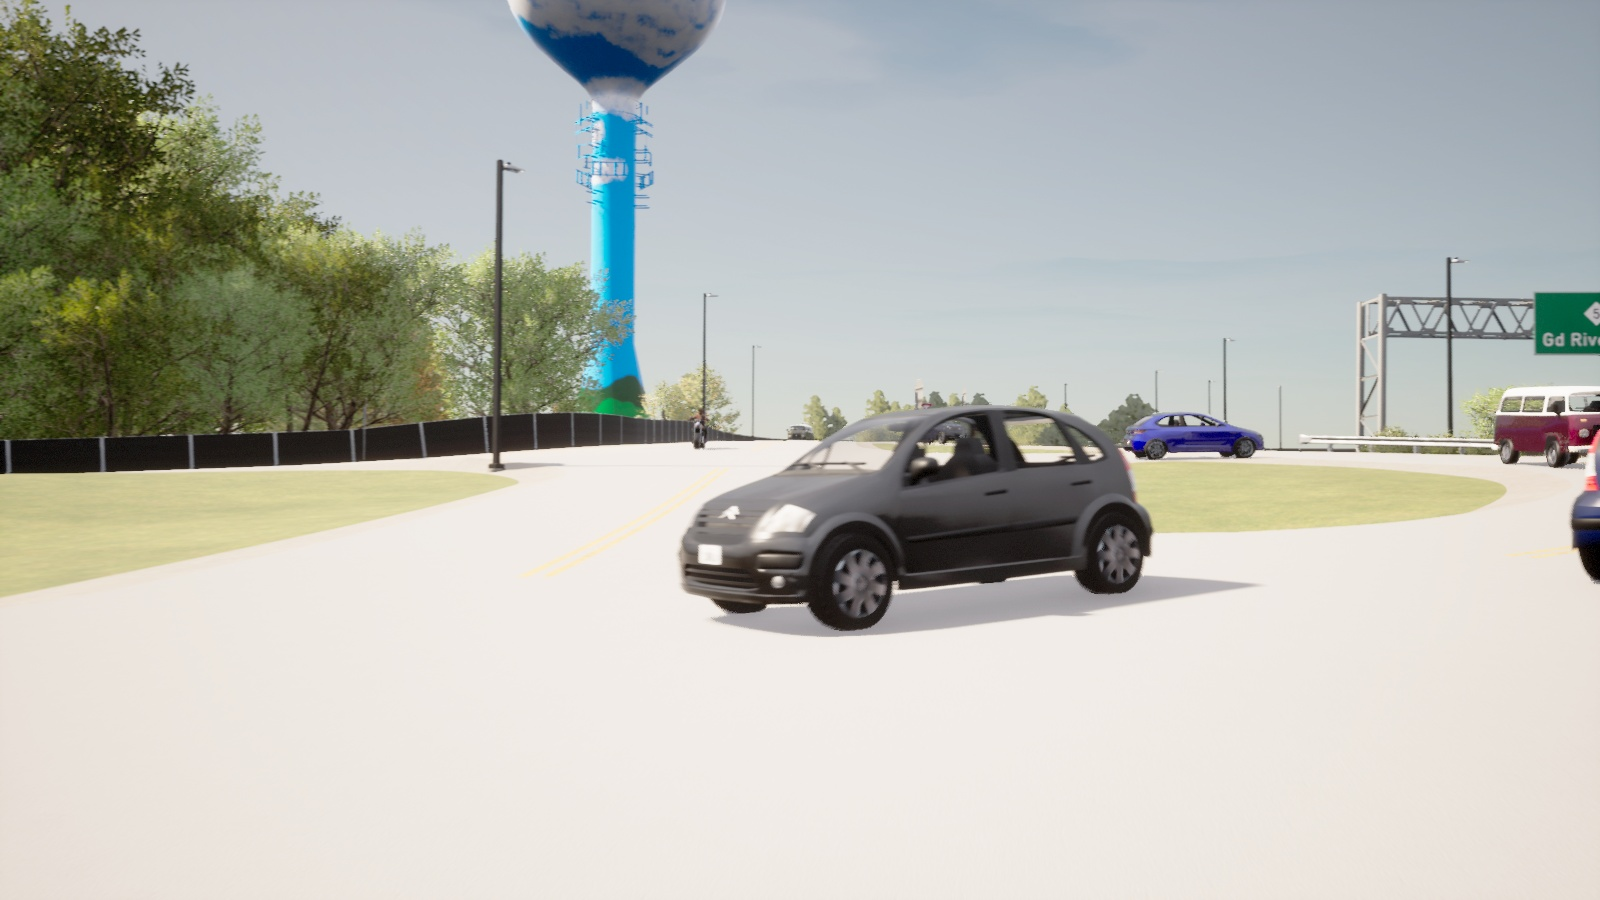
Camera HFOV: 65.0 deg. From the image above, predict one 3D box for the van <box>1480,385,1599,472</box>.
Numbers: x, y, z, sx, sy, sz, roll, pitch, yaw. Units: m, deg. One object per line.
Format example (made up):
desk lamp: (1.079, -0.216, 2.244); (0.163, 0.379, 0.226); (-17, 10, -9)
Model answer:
van: (19.233, -0.568, 31.639); (2.069, 2.038, 4.480); (0, 1, 6)

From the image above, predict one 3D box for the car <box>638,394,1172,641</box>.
car: (0.930, 0.418, 10.198); (3.988, 1.617, 1.851); (-2, 0, -34)

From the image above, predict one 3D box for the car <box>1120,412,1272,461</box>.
car: (12.421, -0.436, 39.563); (4.193, 1.474, 1.816); (-1, 2, 0)

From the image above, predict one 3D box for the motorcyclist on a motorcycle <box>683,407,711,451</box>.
motorcyclist on a motorcycle: (-3.965, -0.823, 48.479); (0.766, 1.649, 2.350); (1, 2, 2)

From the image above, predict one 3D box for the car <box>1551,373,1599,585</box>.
car: (8.070, 0.152, 10.211); (3.988, 1.617, 1.851); (-2, 0, -35)
